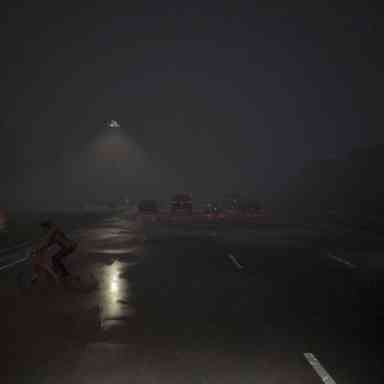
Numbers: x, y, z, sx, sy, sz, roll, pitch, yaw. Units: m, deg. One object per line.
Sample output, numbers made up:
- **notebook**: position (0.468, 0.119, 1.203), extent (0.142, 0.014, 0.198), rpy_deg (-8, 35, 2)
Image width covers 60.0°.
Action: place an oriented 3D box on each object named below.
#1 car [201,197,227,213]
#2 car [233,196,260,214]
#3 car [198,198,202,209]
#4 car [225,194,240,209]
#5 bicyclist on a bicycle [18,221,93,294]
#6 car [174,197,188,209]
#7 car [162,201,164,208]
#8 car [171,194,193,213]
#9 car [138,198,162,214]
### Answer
- **car**: position (2.359, 1.526, 36.731), extent (1.812, 1.442, 4.674), rpy_deg (0, 0, -2)
- **car**: position (5.897, 1.477, 35.294), extent (1.882, 1.535, 5.008), rpy_deg (0, 0, -2)
- **car**: position (1.991, 1.491, 46.530), extent (2.128, 1.511, 4.902), rpy_deg (0, 0, -1)
- **car**: position (5.507, 1.221, 45.765), extent (2.150, 2.045, 5.566), rpy_deg (0, 0, -1)
- **bicyclist on a bicycle**: position (-3.022, 1.455, 7.331), extent (1.656, 1.620, 0.582), rpy_deg (-2, 0, -2)
- **car**: position (-1.522, 1.477, 46.990), extent (1.882, 1.535, 5.008), rpy_deg (0, 0, -1)
- **car**: position (-4.992, 1.547, 45.691), extent (2.033, 1.411, 5.357), rpy_deg (0, 0, -1)
- **car**: position (-1.128, 1.221, 36.668), extent (2.150, 2.045, 5.566), rpy_deg (0, 0, -1)
- **car**: position (-4.622, 1.477, 35.777), extent (1.882, 1.535, 5.008), rpy_deg (0, 0, -1)
